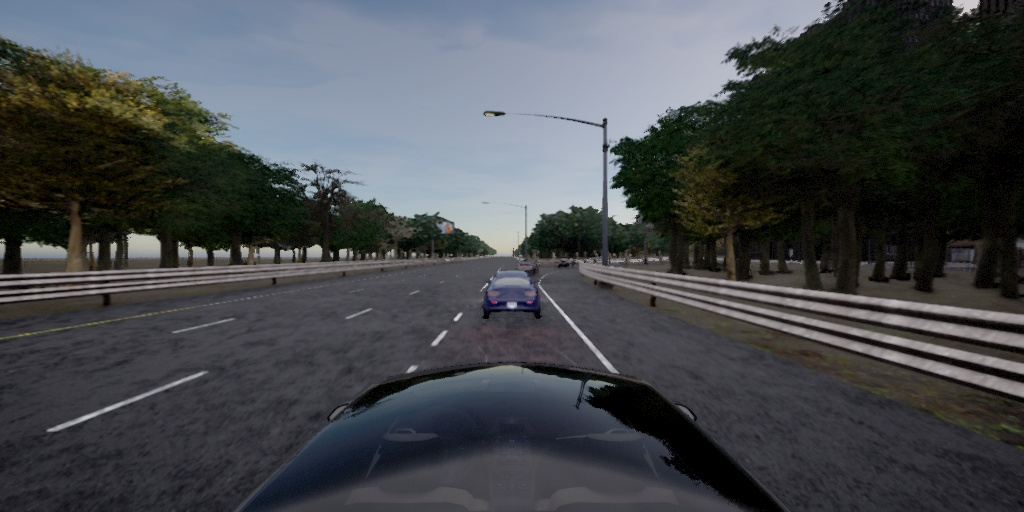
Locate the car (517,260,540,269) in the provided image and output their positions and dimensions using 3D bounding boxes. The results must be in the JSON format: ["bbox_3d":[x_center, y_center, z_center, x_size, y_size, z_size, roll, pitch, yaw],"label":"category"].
[{"bbox_3d":[1.629,1.176,35.672,2.128,1.511,4.902,0,0,11],"label":"car"}]

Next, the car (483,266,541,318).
[{"bbox_3d":[0.002,1.255,12.732,1.812,1.442,4.674,0,0,0],"label":"car"}]

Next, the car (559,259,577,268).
[{"bbox_3d":[8.946,1.147,57.409,1.837,1.490,4.892,-1,0,27],"label":"car"}]
